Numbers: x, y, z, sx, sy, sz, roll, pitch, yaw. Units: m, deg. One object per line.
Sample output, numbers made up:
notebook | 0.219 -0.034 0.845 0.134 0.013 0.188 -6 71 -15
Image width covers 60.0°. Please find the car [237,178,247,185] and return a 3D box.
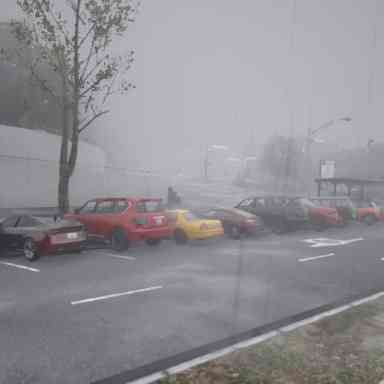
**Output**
car | 12.428 -2.045 72.675 2.002 1.452 4.674 7 4 35

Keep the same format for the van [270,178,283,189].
van | 17.567 -1.493 65.155 1.878 1.987 4.442 7 4 35

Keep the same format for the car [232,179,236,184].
car | 10.684 -2.319 75.137 2.002 1.452 4.674 7 3 35

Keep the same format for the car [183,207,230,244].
car | -1.131 1.502 15.922 5.366 1.575 1.946 -1 -1 35

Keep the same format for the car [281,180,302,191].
car | 19.328 -0.994 62.794 2.231 1.521 4.892 7 3 35

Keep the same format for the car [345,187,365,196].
car | 26.234 0.134 52.940 2.002 1.452 4.674 7 3 35

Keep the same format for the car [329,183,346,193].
car | 24.542 -0.428 55.411 2.435 2.045 5.566 7 3 35

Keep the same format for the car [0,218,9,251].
car | -8.313 1.492 10.599 4.892 1.521 2.231 -1 -1 34

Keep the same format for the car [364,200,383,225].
car | 11.359 1.402 24.439 4.553 1.767 2.185 -1 -1 35

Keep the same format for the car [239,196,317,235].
car | 3.901 1.261 19.310 5.566 2.045 2.435 -1 -1 35

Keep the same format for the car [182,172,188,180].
car | 0.196 -4.087 89.837 2.185 1.767 4.553 4 1 33

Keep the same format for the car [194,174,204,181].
car | 3.723 -3.700 84.903 2.435 2.045 5.566 7 3 34

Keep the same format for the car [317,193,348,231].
car | 6.413 1.266 21.016 5.566 2.045 2.435 -1 -1 35

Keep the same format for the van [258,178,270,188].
van | 15.836 -1.766 67.626 1.878 1.987 4.442 7 4 35

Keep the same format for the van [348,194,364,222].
van | 8.951 1.295 22.687 4.442 1.987 1.878 -1 -1 35

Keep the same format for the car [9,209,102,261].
car | -5.894 1.523 12.347 4.792 1.488 2.163 -1 -1 35

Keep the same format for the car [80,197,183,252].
car | -3.450 1.247 14.093 5.566 2.045 2.435 -1 -1 34

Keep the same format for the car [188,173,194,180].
car | 1.927 -3.852 87.368 2.185 1.767 4.553 6 3 34

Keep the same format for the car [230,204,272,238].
car | 1.474 1.547 17.551 4.674 1.452 2.002 -1 -1 35

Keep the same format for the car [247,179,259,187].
car | 14.260 -1.814 70.356 1.946 1.575 5.366 7 3 35

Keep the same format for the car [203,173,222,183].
car | 5.575 -3.178 82.644 1.946 1.575 5.366 7 3 34

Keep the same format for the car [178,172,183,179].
car | -1.577 -4.364 92.183 2.435 2.045 5.566 1 -1 34
